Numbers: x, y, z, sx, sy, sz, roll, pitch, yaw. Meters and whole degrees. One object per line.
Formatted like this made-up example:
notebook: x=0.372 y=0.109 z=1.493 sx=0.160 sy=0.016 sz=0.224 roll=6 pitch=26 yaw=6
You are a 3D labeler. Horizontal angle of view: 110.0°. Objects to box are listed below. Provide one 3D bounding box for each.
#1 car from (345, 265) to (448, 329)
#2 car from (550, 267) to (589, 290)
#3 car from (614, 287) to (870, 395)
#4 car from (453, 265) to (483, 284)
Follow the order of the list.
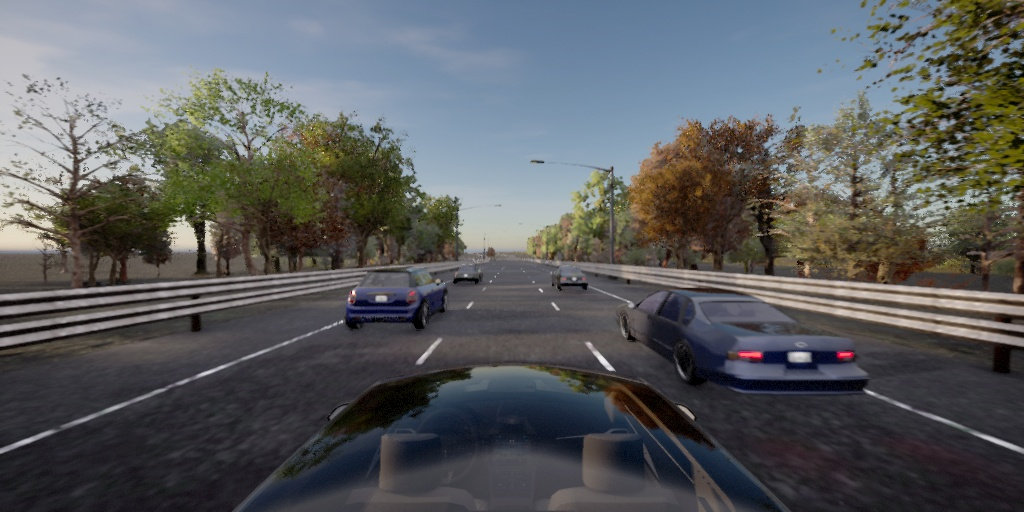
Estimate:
car: x=-3.408 y=1.139 z=11.486 sx=2.097 sy=1.767 sz=4.553 roll=0 pitch=0 yaw=0
car: x=3.591 y=1.382 z=23.141 sx=2.033 sy=1.411 sz=5.357 roll=0 pitch=0 yaw=0
car: x=3.583 y=1.317 z=6.970 sx=2.033 sy=1.411 sz=5.357 roll=0 pitch=0 yaw=0
car: x=-3.402 y=1.420 z=28.448 sx=1.994 sy=1.385 sz=4.181 roll=0 pitch=0 yaw=0
